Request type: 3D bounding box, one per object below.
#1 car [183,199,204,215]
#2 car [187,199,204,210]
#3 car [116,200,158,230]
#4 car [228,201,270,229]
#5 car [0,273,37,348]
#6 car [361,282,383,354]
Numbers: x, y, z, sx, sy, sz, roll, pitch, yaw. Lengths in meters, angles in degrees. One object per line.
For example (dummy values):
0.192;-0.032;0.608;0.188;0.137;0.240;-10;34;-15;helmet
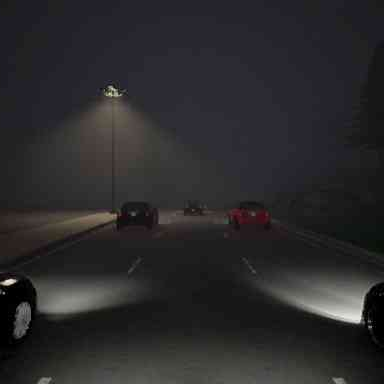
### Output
0.116;1.526;33.702;1.812;1.442;4.674;0;0;0;car
0.466;1.601;43.064;1.895;1.301;4.718;0;0;4;car
-3.399;1.352;21.451;2.097;1.767;4.553;0;0;0;car
3.600;1.352;21.615;2.097;1.767;4.553;0;0;0;car
-3.399;1.504;3.417;1.837;1.490;4.892;0;0;0;car
3.600;1.564;3.448;1.994;1.385;4.181;0;0;0;car
